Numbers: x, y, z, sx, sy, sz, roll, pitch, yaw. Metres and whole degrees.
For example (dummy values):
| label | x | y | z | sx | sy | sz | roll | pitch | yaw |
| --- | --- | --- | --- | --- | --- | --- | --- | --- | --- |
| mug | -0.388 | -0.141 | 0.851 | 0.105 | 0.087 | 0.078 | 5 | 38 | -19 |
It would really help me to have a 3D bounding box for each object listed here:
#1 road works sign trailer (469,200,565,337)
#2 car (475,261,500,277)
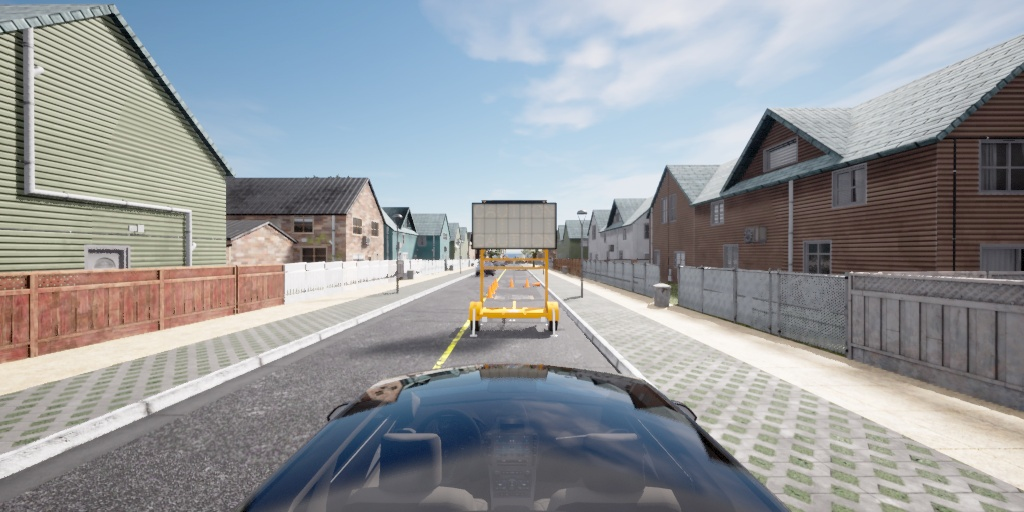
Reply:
| label | x | y | z | sx | sy | sz | roll | pitch | yaw |
| --- | --- | --- | --- | --- | --- | --- | --- | --- | --- |
| road works sign trailer | 0.063 | 0.214 | 10.276 | 2.380 | 3.560 | 2.880 | 0 | 0 | 1 |
| car | -2.632 | 1.356 | 36.421 | 2.033 | 1.411 | 5.357 | 0 | 0 | 0 |
